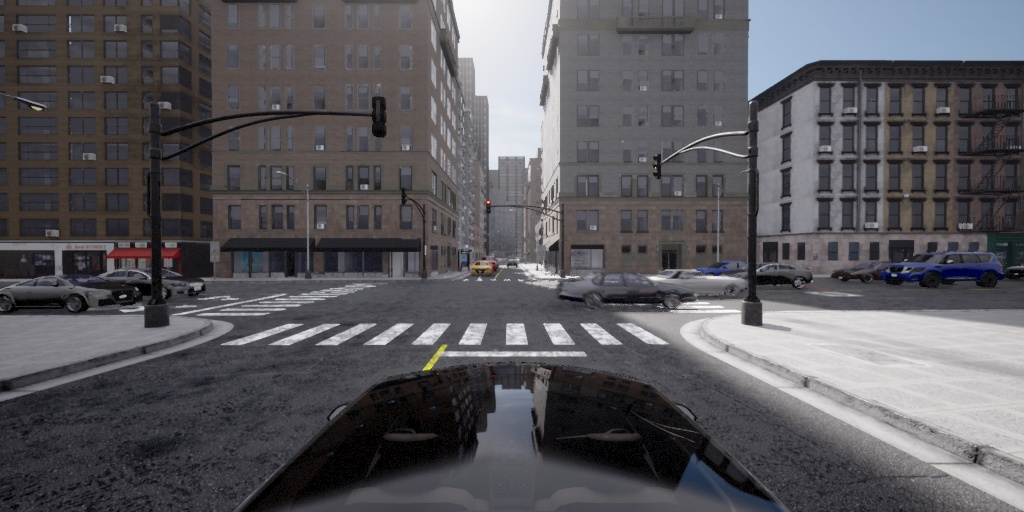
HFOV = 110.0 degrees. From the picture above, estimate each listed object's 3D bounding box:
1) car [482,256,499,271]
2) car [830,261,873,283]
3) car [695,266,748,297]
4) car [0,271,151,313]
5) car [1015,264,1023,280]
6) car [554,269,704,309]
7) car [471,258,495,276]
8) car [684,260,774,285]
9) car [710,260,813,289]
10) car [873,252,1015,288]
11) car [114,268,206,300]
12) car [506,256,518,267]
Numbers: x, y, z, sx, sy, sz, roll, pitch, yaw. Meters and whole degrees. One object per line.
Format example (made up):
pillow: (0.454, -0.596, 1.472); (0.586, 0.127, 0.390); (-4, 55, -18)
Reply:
car: (-3.130, 0.984, 48.203); (2.150, 2.045, 5.566); (0, 0, 0)
car: (25.075, 1.075, 24.476); (5.357, 1.411, 2.033); (0, 1, 0)
car: (8.787, 1.309, 17.687); (4.718, 1.301, 1.895); (0, 1, 0)
car: (-17.529, 1.441, 14.301); (4.181, 1.385, 1.994); (0, 1, 0)
car: (36.934, 0.946, 24.518); (4.892, 1.490, 1.837); (-1, 1, 1)
car: (4.401, 1.298, 14.432); (5.357, 1.411, 2.033); (0, 0, 0)
car: (-3.119, 1.233, 37.576); (1.882, 1.535, 5.008); (0, 0, 0)
car: (14.647, 1.076, 24.420); (5.008, 1.535, 1.882); (0, 1, 0)
car: (14.885, 1.123, 21.171); (4.902, 1.511, 2.128); (0, 1, 0)
car: (25.354, 0.785, 21.220); (5.566, 2.045, 2.150); (0, 1, -1)
car: (-17.798, 1.335, 17.559); (4.902, 1.511, 2.128); (0, 1, 1)
car: (0.053, 1.288, 64.876); (1.837, 1.490, 4.892); (0, -1, 0)
